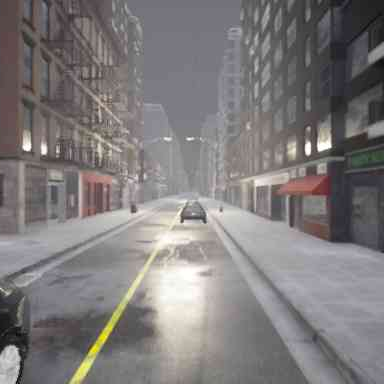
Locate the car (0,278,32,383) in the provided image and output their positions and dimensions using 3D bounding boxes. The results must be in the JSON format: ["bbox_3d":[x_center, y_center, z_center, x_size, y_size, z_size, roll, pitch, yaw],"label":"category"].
[{"bbox_3d":[-2.845,1.505,2.111,1.837,1.490,4.892,0,0,0],"label":"car"}]

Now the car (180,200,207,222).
[{"bbox_3d":[0.103,1.564,26.136,1.994,1.385,4.181,0,0,0],"label":"car"}]
